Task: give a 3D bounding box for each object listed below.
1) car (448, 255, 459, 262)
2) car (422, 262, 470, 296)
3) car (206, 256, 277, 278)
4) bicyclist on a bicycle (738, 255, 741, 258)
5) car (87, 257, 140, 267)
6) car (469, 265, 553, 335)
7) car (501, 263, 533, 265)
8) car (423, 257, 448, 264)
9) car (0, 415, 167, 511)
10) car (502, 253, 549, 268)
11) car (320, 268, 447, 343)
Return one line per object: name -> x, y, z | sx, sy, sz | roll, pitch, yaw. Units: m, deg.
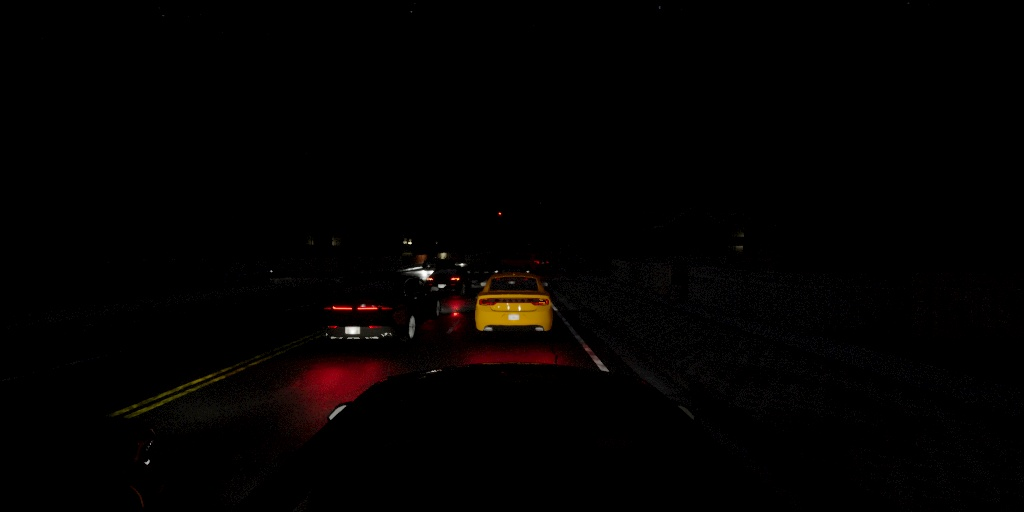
car -> -9.932, 0.894, 55.175 | 1.994, 1.385, 4.181 | 0, 1, 0
car -> -3.248, 1.212, 18.924 | 1.812, 1.442, 4.674 | 0, 0, 1
car -> -23.643, 0.992, 31.204 | 5.566, 2.045, 2.150 | 0, 1, 2
bicyclist on a bicycle -> 18.405, 0.782, 28.817 | 0.582, 1.620, 1.656 | 0, 0, -2
car -> -35.132, 1.067, 31.862 | 5.566, 2.045, 2.150 | -1, 1, 4
car -> 0.062, 1.209, 10.499 | 1.882, 1.535, 5.008 | 0, 0, 0
car -> 0.008, 1.247, 19.388 | 1.994, 1.385, 4.181 | 0, 0, 1
car -> -9.919, 0.932, 45.183 | 2.128, 1.511, 4.902 | 0, 1, 0
car -> -3.149, 1.228, 0.205 | 1.882, 1.535, 5.008 | 0, 0, 0
car -> 1.259, 0.740, 37.331 | 2.150, 2.045, 5.566 | -3, 3, -44
car -> -3.190, 1.239, 9.615 | 1.837, 1.490, 4.892 | 0, 0, 0
